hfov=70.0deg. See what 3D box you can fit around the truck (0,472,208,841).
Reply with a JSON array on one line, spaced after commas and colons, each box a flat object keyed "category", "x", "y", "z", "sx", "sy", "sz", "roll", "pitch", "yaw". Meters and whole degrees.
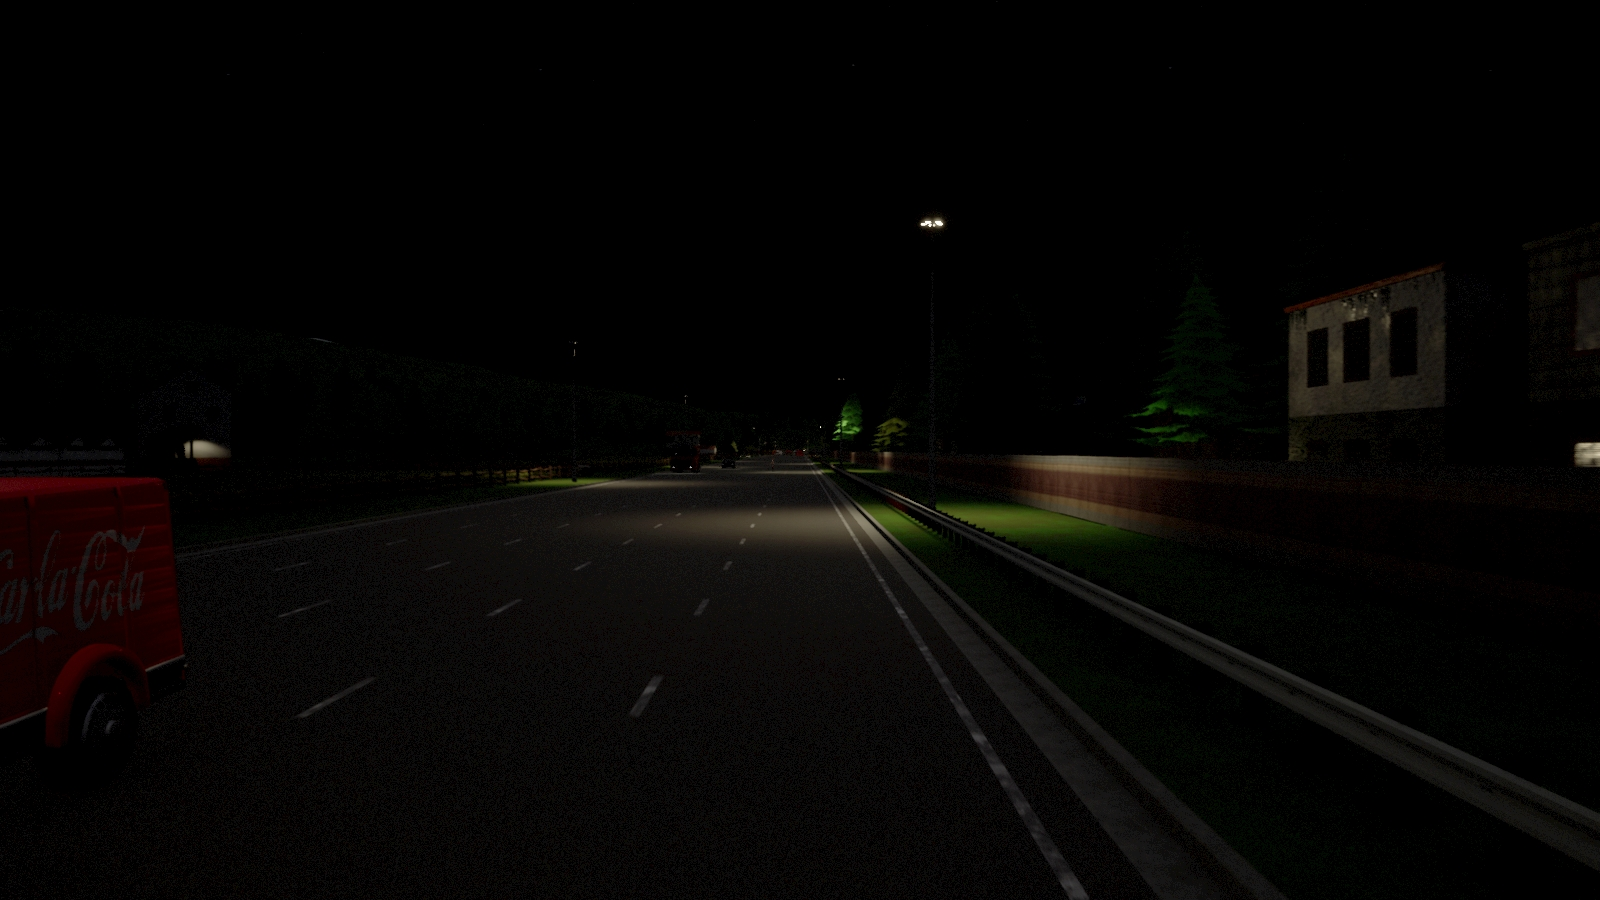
[{"category": "truck", "x": -7.000, "y": 1.538, "z": 8.324, "sx": 2.627, "sy": 2.467, "sz": 5.204, "roll": 0, "pitch": 2, "yaw": 0}]
